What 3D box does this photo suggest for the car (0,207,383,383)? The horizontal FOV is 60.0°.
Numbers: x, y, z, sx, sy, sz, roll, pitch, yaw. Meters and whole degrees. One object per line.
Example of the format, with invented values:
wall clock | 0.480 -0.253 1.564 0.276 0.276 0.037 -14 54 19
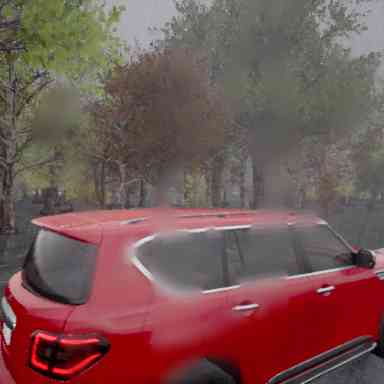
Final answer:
car | 0.695 1.220 4.240 5.566 2.045 2.150 0 0 -35
